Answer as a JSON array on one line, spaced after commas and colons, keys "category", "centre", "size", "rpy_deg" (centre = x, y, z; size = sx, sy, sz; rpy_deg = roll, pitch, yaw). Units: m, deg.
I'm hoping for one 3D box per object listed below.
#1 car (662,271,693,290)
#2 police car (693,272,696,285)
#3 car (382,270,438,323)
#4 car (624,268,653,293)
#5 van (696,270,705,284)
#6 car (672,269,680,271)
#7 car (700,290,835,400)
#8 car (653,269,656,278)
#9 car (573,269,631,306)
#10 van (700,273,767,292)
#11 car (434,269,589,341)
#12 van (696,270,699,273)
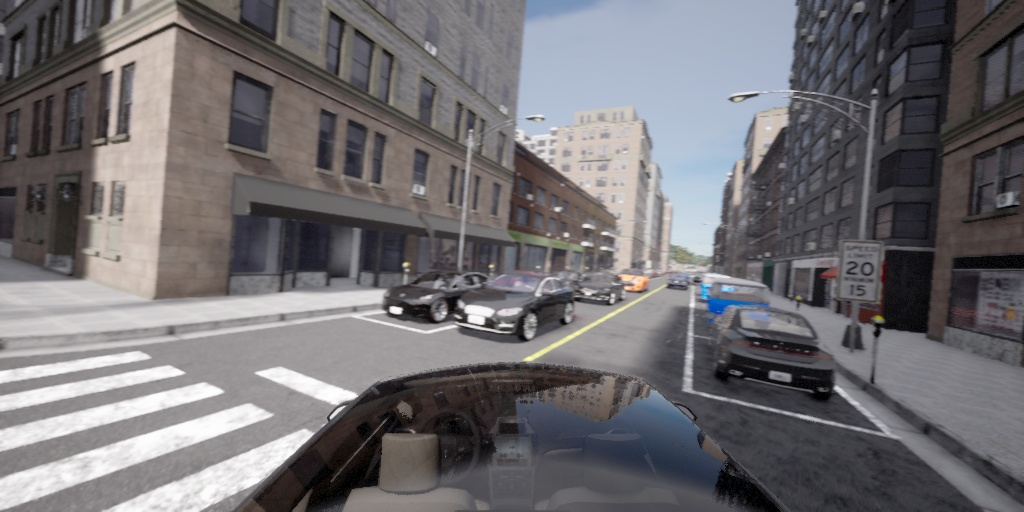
[{"category": "car", "centre": [16.218, 2.500, 34.993], "size": [2.033, 1.411, 5.357], "rpy_deg": [5, 0, 27]}, {"category": "police car", "centre": [24.756, 3.038, 46.963], "size": [1.930, 1.638, 5.238], "rpy_deg": [5, 0, 27]}, {"category": "car", "centre": [-2.022, 1.096, 11.149], "size": [1.948, 1.339, 4.313], "rpy_deg": [0, 0, 27]}, {"category": "car", "centre": [9.054, 1.737, 27.206], "size": [2.097, 1.767, 4.553], "rpy_deg": [5, 0, 27]}, {"category": "van", "centre": [12.814, 2.071, 22.702], "size": [1.690, 1.789, 3.998], "rpy_deg": [0, 0, 27]}, {"category": "car", "centre": [22.286, 2.882, 46.968], "size": [1.882, 1.535, 5.008], "rpy_deg": [5, 1, 27]}, {"category": "car", "centre": [5.103, 1.703, 7.509], "size": [2.007, 1.370, 4.403], "rpy_deg": [0, 0, 27]}, {"category": "car", "centre": [21.111, 2.807, 56.726], "size": [2.007, 1.370, 4.403], "rpy_deg": [0, 0, 27]}, {"category": "car", "centre": [4.580, 1.556, 18.438], "size": [1.837, 1.490, 4.892], "rpy_deg": [5, 0, 27]}, {"category": "van", "centre": [7.673, 1.686, 12.573], "size": [1.690, 1.789, 3.998], "rpy_deg": [0, 0, 27]}, {"category": "car", "centre": [0.339, 1.225, 10.086], "size": [2.128, 1.511, 4.902], "rpy_deg": [5, 0, 27]}, {"category": "van", "centre": [15.385, 2.263, 27.766], "size": [1.690, 1.789, 3.998], "rpy_deg": [0, 0, 27]}]
